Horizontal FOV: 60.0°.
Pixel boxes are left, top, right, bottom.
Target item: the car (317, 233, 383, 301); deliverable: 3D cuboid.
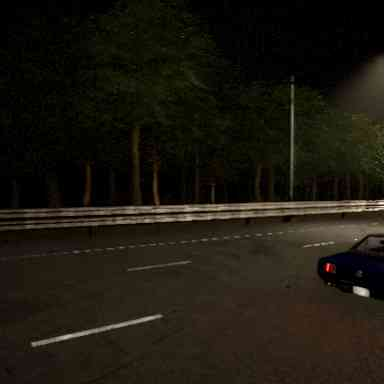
[{"bbox_3d":[5.030,1.573,7.400,4.718,1.301,1.895,0,0,-33],"label":"car"}]
